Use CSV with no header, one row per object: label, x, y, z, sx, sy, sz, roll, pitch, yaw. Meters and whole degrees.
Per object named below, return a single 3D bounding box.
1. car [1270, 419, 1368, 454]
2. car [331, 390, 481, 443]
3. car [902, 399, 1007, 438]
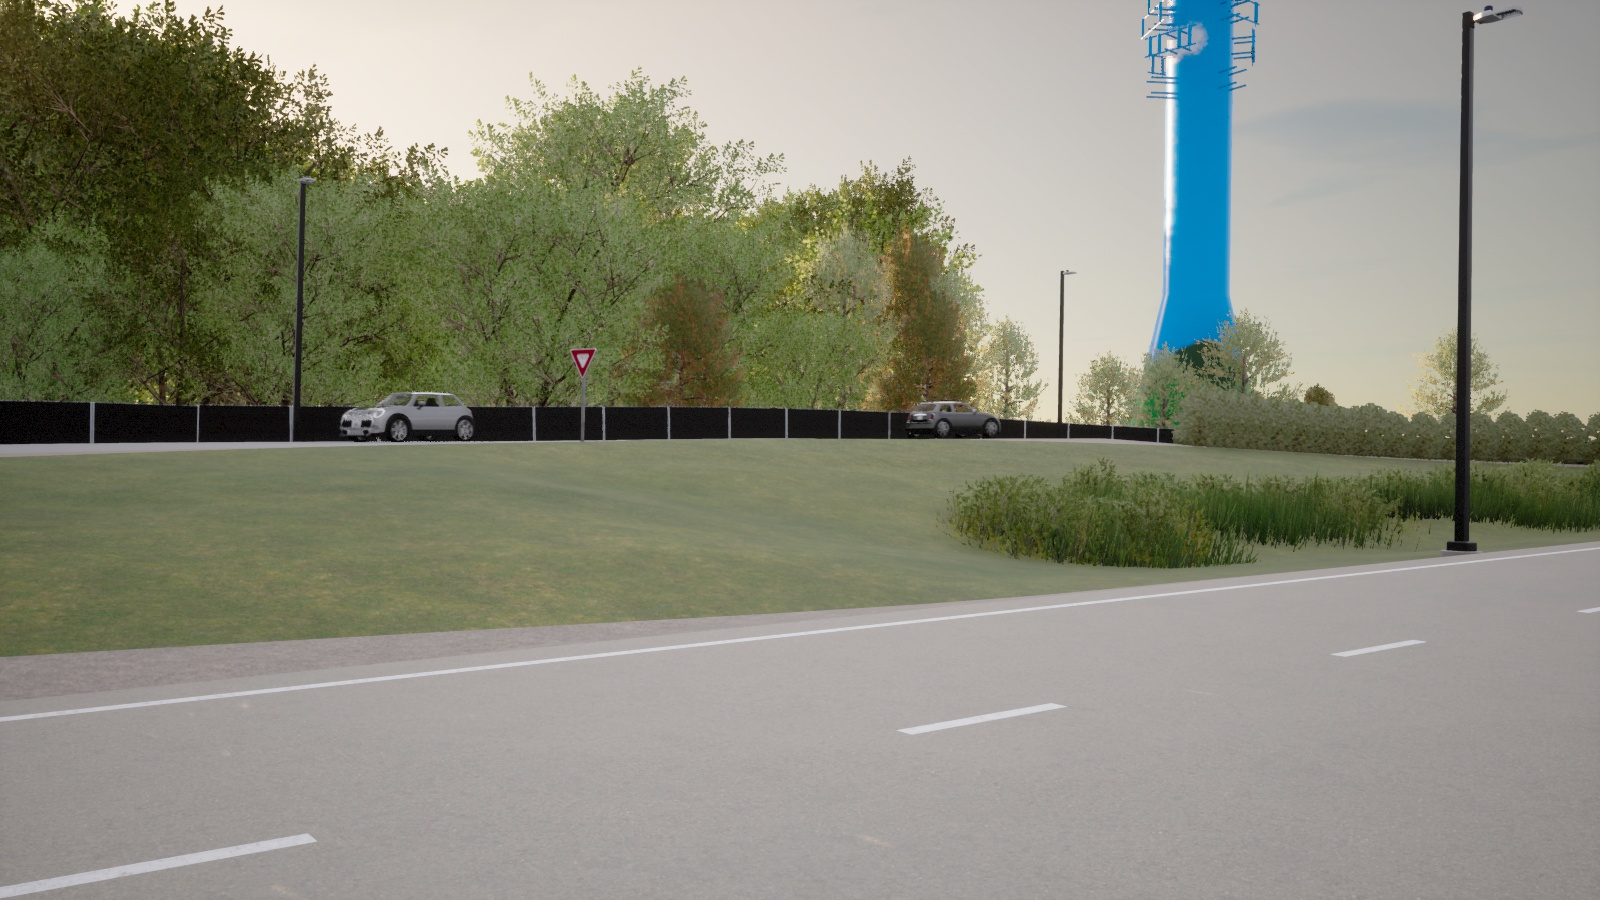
car,25.399,-0.633,61.477,4.193,1.474,1.816,2,-1,-17
car,-11.458,-0.953,36.722,1.970,1.475,3.806,0,1,32
car,6.174,-1.236,49.993,3.806,1.475,1.970,-1,0,-35
